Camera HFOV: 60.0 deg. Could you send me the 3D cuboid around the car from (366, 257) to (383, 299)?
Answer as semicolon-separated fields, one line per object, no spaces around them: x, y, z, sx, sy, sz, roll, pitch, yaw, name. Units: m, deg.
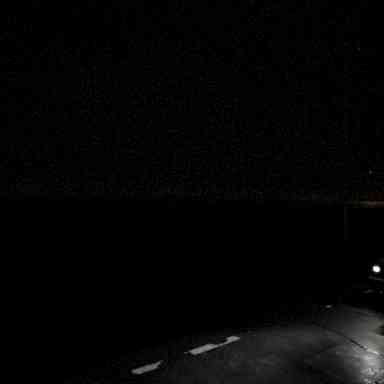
5.787;1.594;7.196;4.718;1.301;1.895;0;0;-35;car
